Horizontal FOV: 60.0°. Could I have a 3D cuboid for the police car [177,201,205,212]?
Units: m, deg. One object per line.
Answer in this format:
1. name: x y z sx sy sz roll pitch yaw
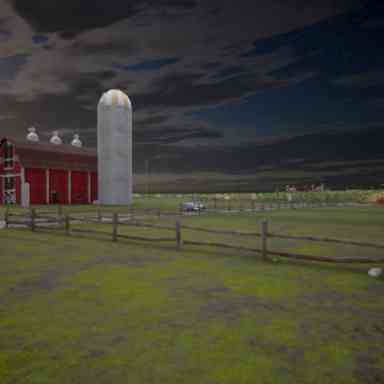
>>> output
1. police car: -0.175 2.116 47.735 2.038 1.542 4.974 -1 -1 35
